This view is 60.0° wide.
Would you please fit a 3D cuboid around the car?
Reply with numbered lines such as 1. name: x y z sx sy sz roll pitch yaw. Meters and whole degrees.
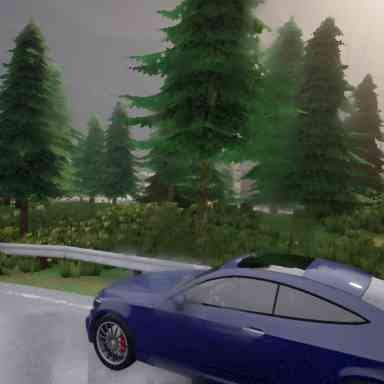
1. car: 0.796 1.499 4.072 4.674 1.442 1.812 1 1 31
